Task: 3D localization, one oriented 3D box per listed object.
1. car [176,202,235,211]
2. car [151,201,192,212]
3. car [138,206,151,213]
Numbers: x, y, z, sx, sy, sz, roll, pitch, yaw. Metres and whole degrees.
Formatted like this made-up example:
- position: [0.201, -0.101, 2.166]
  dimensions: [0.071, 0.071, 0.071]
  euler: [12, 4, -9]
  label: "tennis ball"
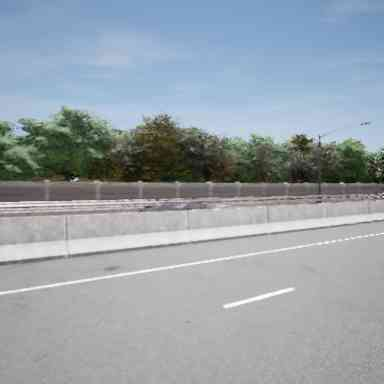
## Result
- position: [1.593, 1.541, 22.107]
  dimensions: [4.718, 1.301, 1.895]
  euler: [-1, 0, -35]
  label: "car"
- position: [-0.382, 1.462, 24.997]
  dimensions: [4.674, 1.442, 1.812]
  euler: [-1, 0, -35]
  label: "car"
- position: [-2.384, 1.492, 27.867]
  dimensions: [4.181, 1.385, 1.994]
  euler: [-1, 0, -35]
  label: "car"
